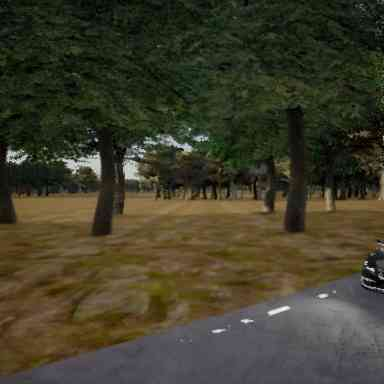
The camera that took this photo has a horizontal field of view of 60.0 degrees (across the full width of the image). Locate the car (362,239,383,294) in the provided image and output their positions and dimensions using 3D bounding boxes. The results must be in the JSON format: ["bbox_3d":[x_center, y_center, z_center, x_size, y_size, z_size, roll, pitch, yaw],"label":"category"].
[{"bbox_3d":[5.835,1.528,7.850,4.892,1.490,1.837,0,0,-38],"label":"car"}]
